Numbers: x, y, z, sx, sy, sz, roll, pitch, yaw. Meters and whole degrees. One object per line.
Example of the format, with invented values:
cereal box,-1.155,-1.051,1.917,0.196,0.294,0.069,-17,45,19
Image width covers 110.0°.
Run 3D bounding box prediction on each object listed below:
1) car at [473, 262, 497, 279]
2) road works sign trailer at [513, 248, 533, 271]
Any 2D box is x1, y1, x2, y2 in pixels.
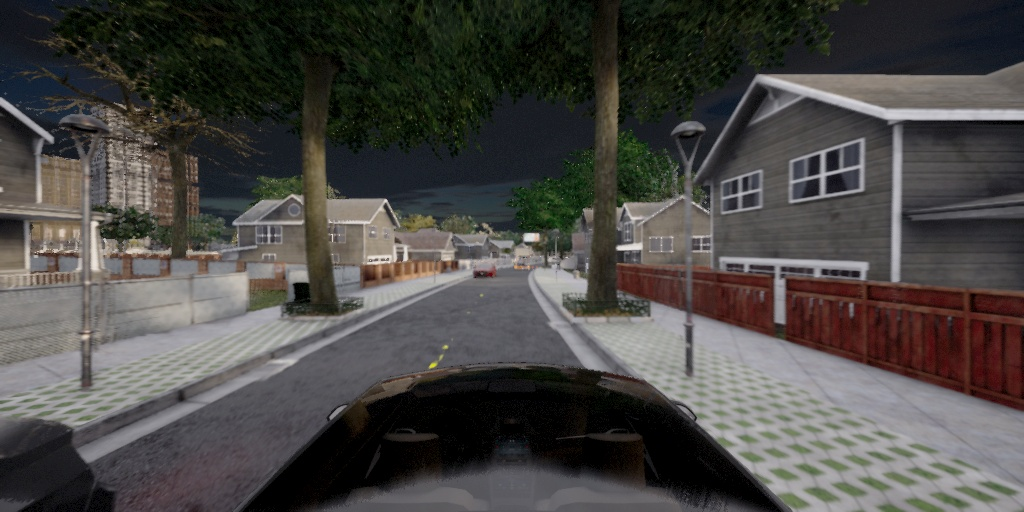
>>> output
car,-2.591,1.358,35.143,1.882,1.535,5.008,0,0,3
road works sign trailer,1.637,0.446,54.665,2.380,3.560,2.880,0,0,6
